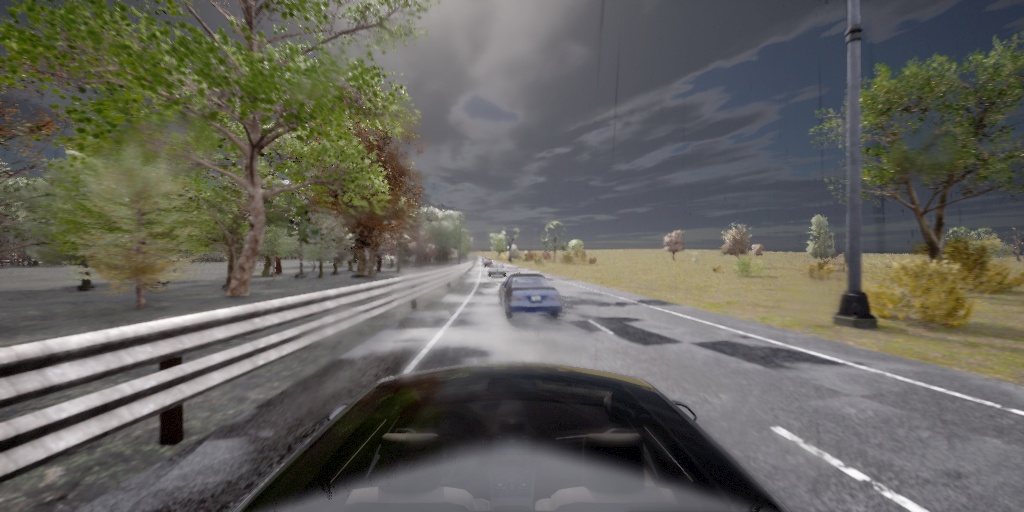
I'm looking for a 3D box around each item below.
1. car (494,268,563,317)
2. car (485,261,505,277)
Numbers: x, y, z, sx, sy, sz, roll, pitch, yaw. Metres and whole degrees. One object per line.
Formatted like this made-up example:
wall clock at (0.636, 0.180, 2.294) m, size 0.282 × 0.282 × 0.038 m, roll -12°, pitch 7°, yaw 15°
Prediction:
car at (0.530, 1.361, 13.454) m, size 2.033 × 1.411 × 5.357 m, roll 0°, pitch 0°, yaw -5°
car at (-1.713, 1.537, 39.389) m, size 1.895 × 1.301 × 4.718 m, roll 0°, pitch 0°, yaw -5°
